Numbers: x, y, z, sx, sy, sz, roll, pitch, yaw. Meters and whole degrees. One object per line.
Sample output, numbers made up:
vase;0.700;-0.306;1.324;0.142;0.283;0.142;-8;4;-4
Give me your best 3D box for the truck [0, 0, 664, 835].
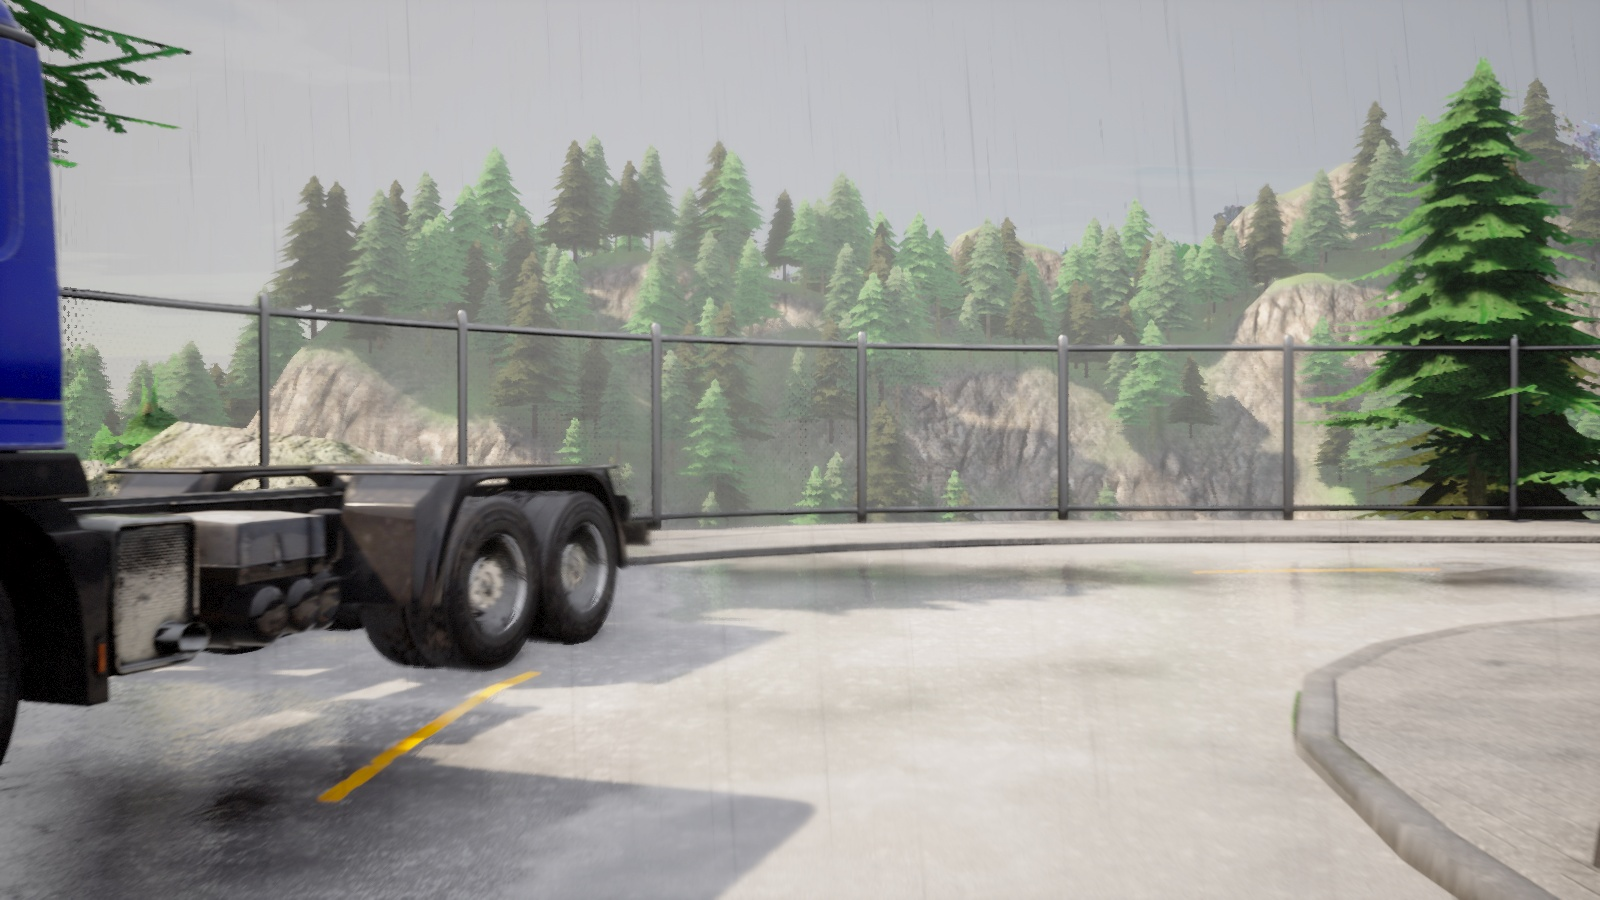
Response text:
truck;-3.769;-0.278;7.119;2.891;3.462;7.936;0;0;19
